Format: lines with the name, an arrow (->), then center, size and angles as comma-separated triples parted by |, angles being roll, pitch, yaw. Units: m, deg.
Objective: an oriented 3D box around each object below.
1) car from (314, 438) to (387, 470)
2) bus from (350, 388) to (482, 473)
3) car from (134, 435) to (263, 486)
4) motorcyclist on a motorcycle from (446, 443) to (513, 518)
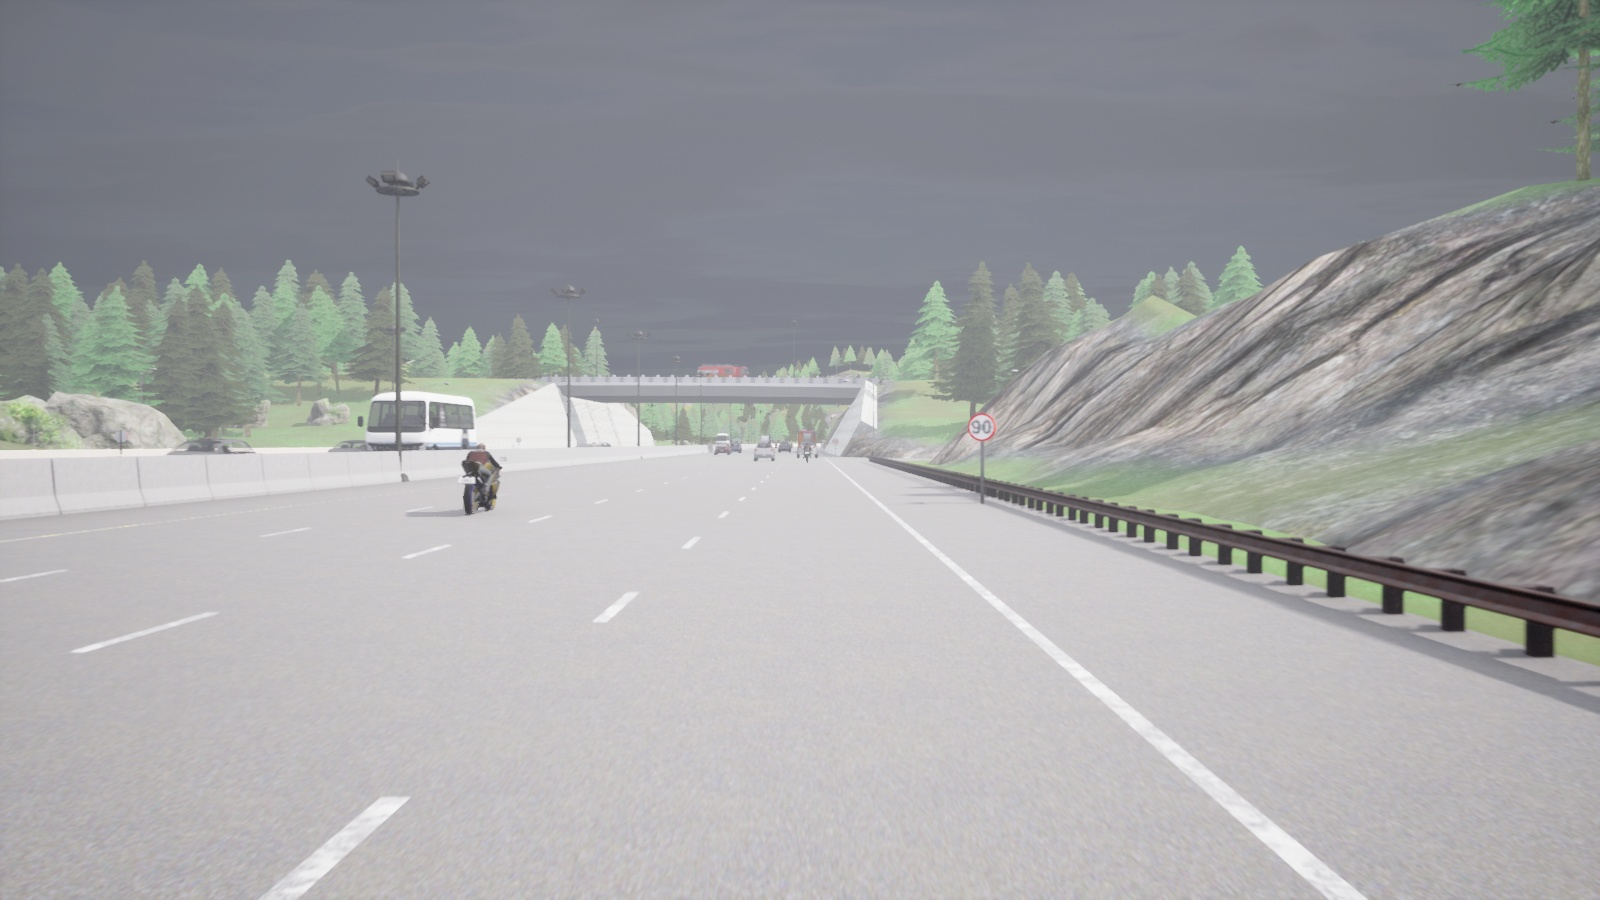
car -> -24.101, 0.190, 67.577 | 2.242, 1.667, 4.611 | 0, 0, 0
bus -> -20.596, -1.031, 68.193 | 3.944, 4.253, 10.273 | 0, 0, 0
car -> -20.737, 0.330, 43.542 | 2.242, 1.667, 4.611 | 0, 0, 0
motorcyclist on a motorcycle -> -6.832, 0.624, 26.913 | 0.866, 1.530, 2.191 | 0, 0, 0
